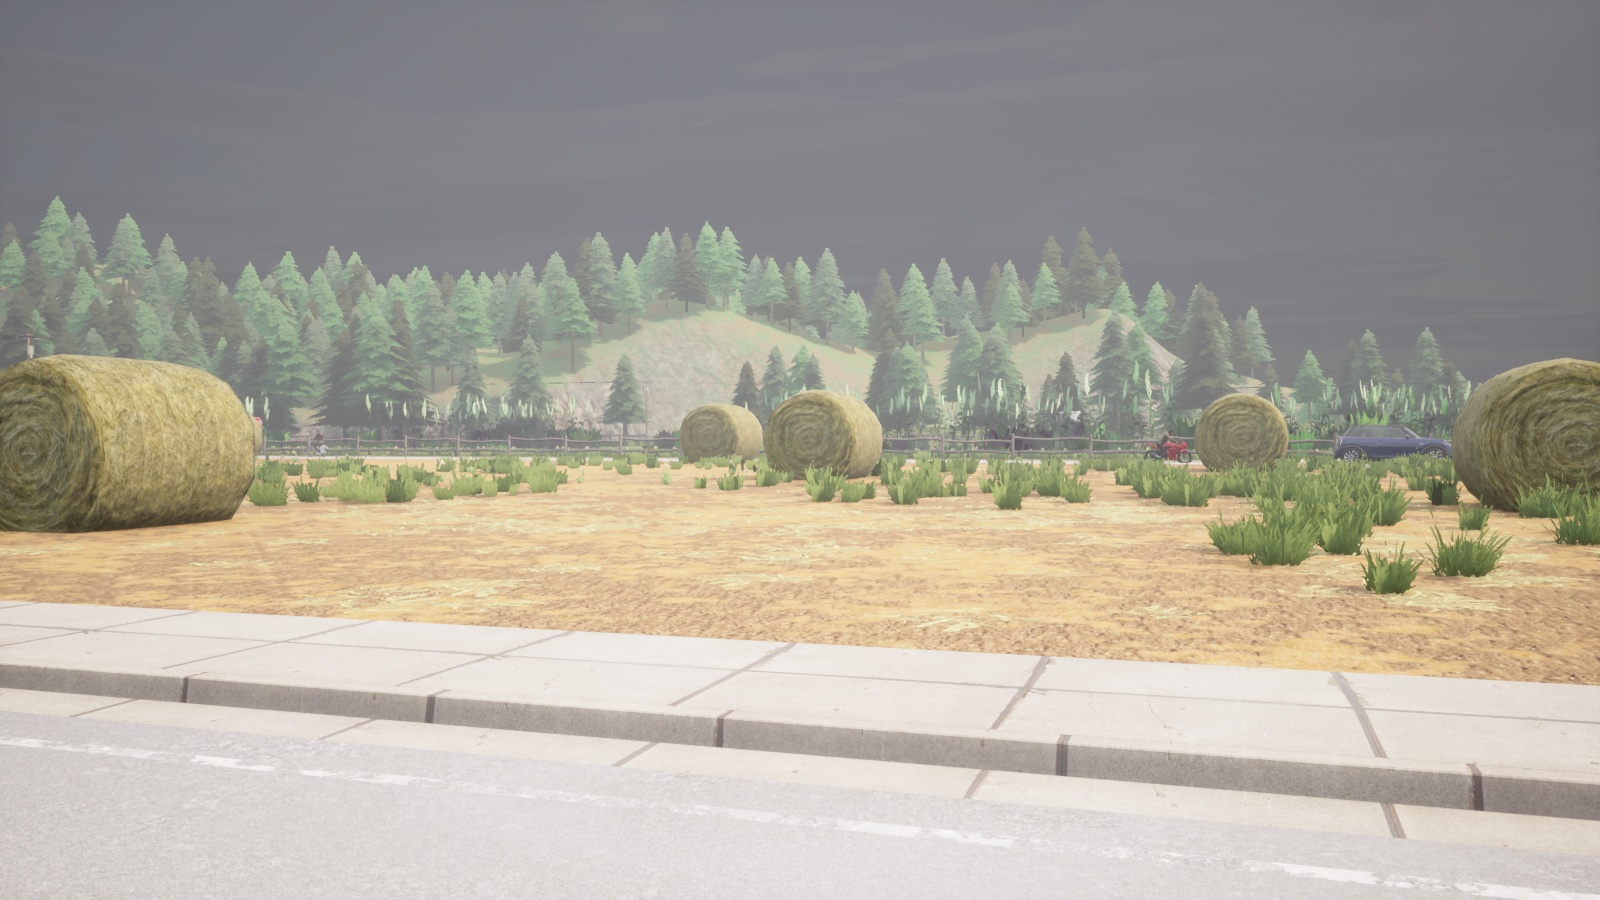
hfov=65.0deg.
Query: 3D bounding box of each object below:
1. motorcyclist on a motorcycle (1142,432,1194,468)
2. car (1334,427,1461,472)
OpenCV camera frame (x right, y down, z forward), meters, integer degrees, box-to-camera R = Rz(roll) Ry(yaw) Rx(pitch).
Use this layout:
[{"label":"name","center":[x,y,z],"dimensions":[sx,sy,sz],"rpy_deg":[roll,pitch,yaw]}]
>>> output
[{"label":"motorcyclist on a motorcycle","center":[15.920,-0.010,54.335],"dimensions":[2.044,1.523,0.797],"rpy_deg":[1,1,22]},{"label":"car","center":[24.135,-0.048,50.938],"dimensions":[4.553,1.767,2.097],"rpy_deg":[1,1,23]}]
